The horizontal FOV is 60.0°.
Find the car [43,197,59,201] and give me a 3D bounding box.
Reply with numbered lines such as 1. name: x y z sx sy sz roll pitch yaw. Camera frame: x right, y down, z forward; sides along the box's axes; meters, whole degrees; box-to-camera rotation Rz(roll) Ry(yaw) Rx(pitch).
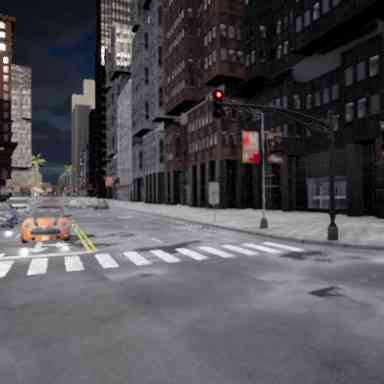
1. car: -16.566 1.622 39.159 2.150 2.045 5.566 0 -1 -22

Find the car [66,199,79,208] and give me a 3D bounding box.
1. car: -22.629 2.130 62.609 2.033 1.411 5.357 0 0 -23

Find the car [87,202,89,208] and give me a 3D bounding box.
1. car: -17.404 2.127 58.527 1.895 1.301 4.718 0 0 -23

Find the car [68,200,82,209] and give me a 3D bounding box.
1. car: -18.803 2.030 53.441 1.812 1.442 4.674 0 0 -22

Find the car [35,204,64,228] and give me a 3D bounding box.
1. car: -10.971 1.745 25.702 1.882 1.535 5.008 0 0 -23

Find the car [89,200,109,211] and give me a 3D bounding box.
1. car: -13.407 1.933 48.942 2.128 1.511 4.902 0 0 -23

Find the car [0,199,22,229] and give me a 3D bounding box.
1. car: -13.569 1.621 23.490 2.097 1.767 4.553 0 0 -23

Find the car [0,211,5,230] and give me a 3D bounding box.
1. car: -10.172 1.786 15.348 1.895 1.301 4.718 0 0 -23

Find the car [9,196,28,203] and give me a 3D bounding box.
1. car: -18.457 1.609 35.233 2.150 2.045 5.566 0 -1 -22

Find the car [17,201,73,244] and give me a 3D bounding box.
1. car: -7.416 1.532 17.194 2.097 1.767 4.553 0 0 -20
